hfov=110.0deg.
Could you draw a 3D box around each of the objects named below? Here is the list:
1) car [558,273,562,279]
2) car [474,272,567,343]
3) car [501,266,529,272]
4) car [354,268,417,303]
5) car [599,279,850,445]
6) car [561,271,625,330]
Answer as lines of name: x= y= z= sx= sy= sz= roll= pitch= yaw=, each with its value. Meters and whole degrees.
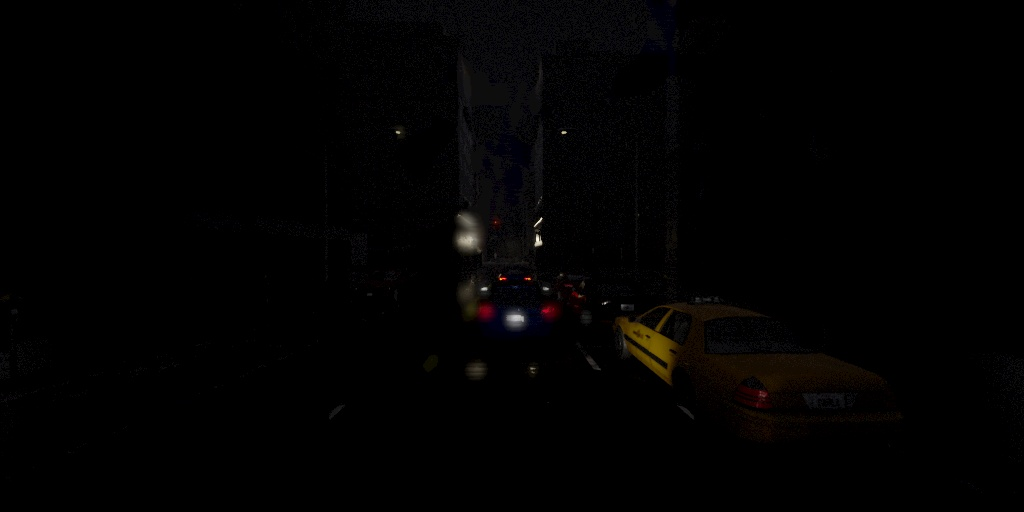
car: x=2.876 y=1.327 z=16.551 sx=1.802 sy=1.307 sz=4.207 roll=0 pitch=0 yaw=0
car: x=0.101 y=1.312 z=9.649 sx=1.994 sy=1.385 sz=4.181 roll=0 pitch=0 yaw=0
car: x=0.104 y=1.270 z=19.664 sx=1.812 sy=1.442 sz=4.674 roll=0 pitch=0 yaw=-2
car: x=-5.669 y=1.290 z=16.549 sx=1.888 sy=1.381 sz=4.507 roll=0 pitch=0 yaw=0
car: x=2.874 y=1.274 z=5.549 sx=1.751 sy=1.417 sz=4.829 roll=0 pitch=0 yaw=0
car: x=2.875 y=1.313 z=10.965 sx=1.948 sy=1.339 sz=4.313 roll=0 pitch=0 yaw=0
